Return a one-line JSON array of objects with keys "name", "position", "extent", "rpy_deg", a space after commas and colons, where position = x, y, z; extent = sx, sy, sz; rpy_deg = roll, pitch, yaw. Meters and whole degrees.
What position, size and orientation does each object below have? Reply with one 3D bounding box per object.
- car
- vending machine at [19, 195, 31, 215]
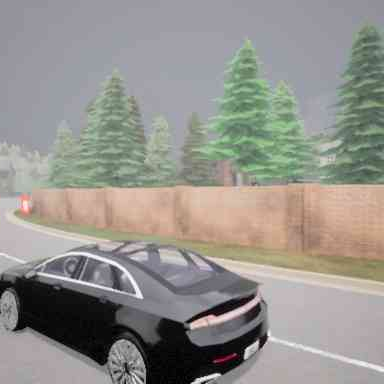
[{"name": "car", "position": [-1.238, 1.516, 5.158], "extent": [4.902, 1.511, 2.128], "rpy_deg": [0, 0, 38]}, {"name": "vending machine", "position": [-17.538, 1.343, 34.964], "extent": [1.100, 2.100, 0.880], "rpy_deg": [0, 0, -29]}]
